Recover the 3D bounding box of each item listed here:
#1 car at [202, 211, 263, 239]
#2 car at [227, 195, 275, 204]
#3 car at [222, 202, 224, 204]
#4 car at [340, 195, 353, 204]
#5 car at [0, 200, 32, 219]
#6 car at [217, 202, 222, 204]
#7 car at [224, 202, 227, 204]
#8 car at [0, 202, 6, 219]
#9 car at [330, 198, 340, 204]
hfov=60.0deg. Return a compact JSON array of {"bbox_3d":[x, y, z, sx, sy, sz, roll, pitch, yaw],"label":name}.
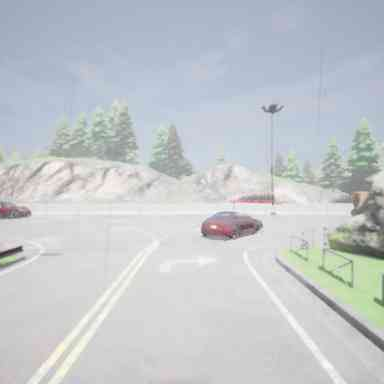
[{"bbox_3d":[2.354,1.774,18.863,1.994,1.385,4.181,-1,0,37],"label":"car"},{"bbox_3d":[7.617,1.446,41.607,5.566,2.045,2.150,0,0,0],"label":"car"},{"bbox_3d":[7.134,1.754,48.596,4.674,1.442,1.812,0,0,-1],"label":"car"},{"bbox_3d":[23.198,1.579,45.246,4.553,1.767,2.097,0,0,0],"label":"car"},{"bbox_3d":[-17.307,1.567,30.667,4.553,1.767,2.097,0,0,-1],"label":"car"},{"bbox_3d":[6.213,1.831,52.087,4.718,1.301,1.895,0,0,0],"label":"car"},{"bbox_3d":[7.616,1.450,45.105,5.566,2.045,2.150,0,0,-1],"label":"car"},{"bbox_3d":[-18.629,1.760,27.153,5.357,1.411,2.033,0,0,-1],"label":"car"},{"bbox_3d":[24.663,1.452,52.235,5.566,2.045,2.150,0,0,0],"label":"car"}]
